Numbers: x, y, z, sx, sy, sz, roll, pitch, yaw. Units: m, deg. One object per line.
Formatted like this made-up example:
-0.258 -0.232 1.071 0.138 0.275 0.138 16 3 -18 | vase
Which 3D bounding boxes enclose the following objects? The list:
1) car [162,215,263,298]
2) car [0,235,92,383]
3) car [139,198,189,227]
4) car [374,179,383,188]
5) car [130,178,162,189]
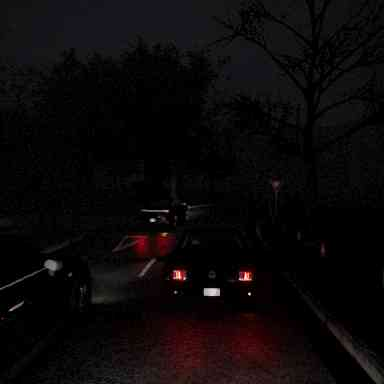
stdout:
0.504 1.510 8.331 1.895 1.301 4.718 0 1 3 | car
-2.924 1.321 4.263 2.097 1.767 4.553 0 1 2 | car
-1.458 1.059 18.826 2.128 1.511 4.902 0 3 11 | car
34.874 -1.551 59.516 2.185 1.767 4.553 -1 4 -15 | car
-8.168 -1.460 58.924 5.566 2.045 2.150 1 3 14 | car
